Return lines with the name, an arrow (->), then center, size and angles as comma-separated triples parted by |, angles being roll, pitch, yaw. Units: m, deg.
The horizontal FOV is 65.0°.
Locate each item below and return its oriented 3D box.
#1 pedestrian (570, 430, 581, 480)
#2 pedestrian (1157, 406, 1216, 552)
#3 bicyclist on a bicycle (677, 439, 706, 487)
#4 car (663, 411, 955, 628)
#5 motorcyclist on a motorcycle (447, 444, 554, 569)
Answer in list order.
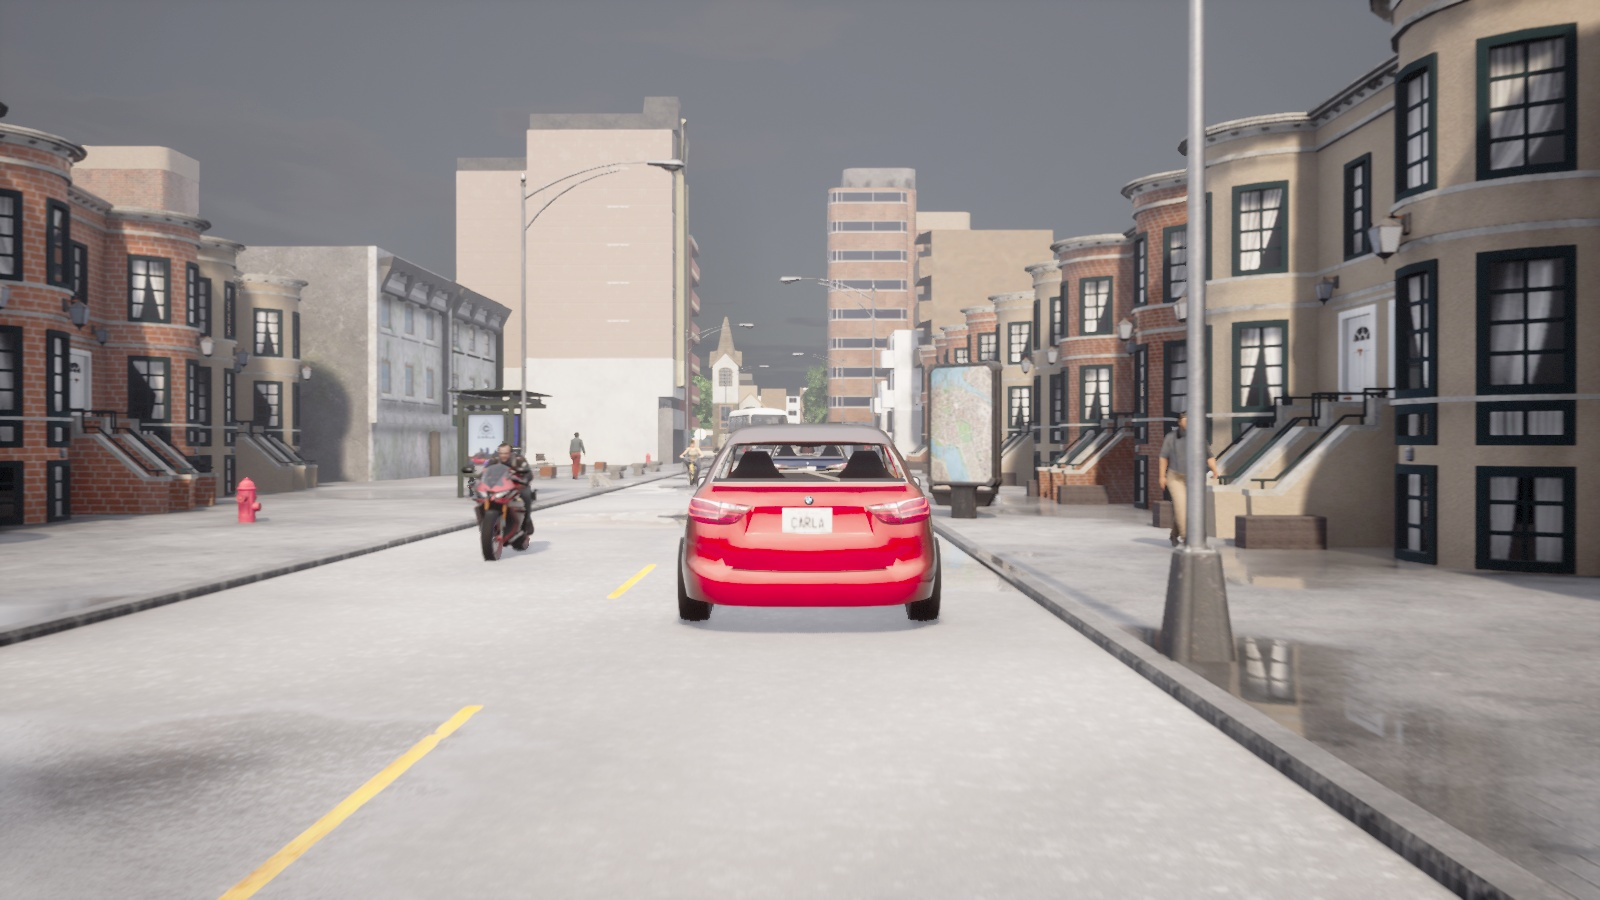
pedestrian -> -8.451, 0.183, 47.288 | 0.353, 1.847, 0.614 | 0, 0, -2
pedestrian -> 4.993, 0.369, 16.249 | 0.540, 1.848, 0.694 | 0, 0, 1
bicyclist on a bicycle -> -3.732, 0.436, 43.308 | 0.866, 1.612, 1.509 | 0, 0, 1
car -> 0.084, 0.523, 11.955 | 2.242, 1.667, 4.611 | 0, 0, 0
motorcyclist on a motorcycle -> -3.891, 0.685, 16.502 | 0.866, 1.530, 2.191 | 0, 0, 0
